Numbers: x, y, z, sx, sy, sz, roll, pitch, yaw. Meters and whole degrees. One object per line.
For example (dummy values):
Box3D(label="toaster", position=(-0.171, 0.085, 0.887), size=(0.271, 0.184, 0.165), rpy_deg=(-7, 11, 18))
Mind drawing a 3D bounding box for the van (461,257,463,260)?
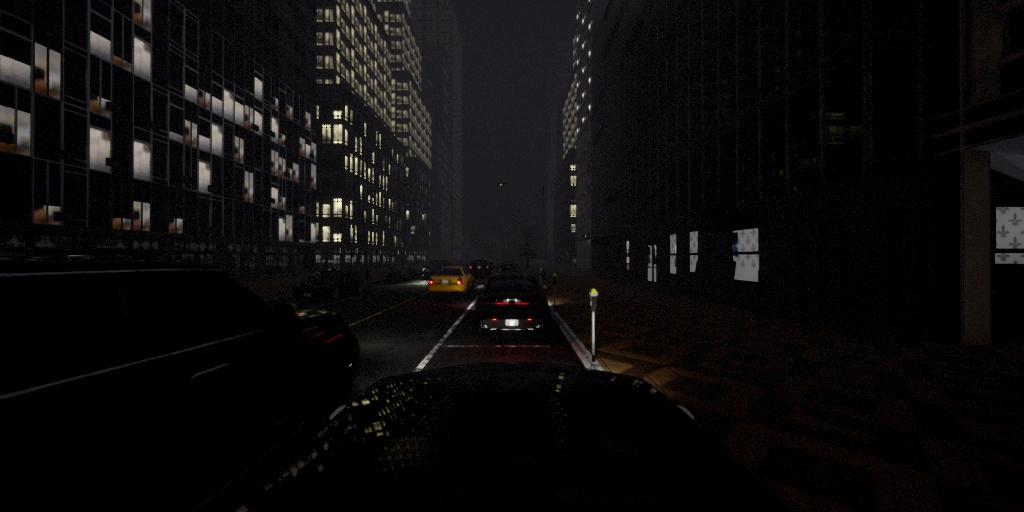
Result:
Box3D(label="van", position=(-8.836, 1.064, 57.496), size=(1.690, 1.789, 3.998), rpy_deg=(0, 0, 0))

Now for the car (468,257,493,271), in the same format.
Box3D(label="car", position=(-3.049, 1.091, 35.610), size=(2.097, 1.767, 4.553), rpy_deg=(0, 0, 0))

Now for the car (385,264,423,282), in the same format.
Box3D(label="car", position=(-8.835, 1.325, 29.033), size=(1.802, 1.307, 4.207), rpy_deg=(0, 0, 0))

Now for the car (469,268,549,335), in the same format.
Box3D(label="car", position=(0.000, 1.253, 10.499), size=(1.837, 1.490, 4.892), rpy_deg=(0, 0, 0))

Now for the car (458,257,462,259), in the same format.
Box3D(label="car", position=(-8.836, 1.273, 51.803), size=(1.888, 1.381, 4.507), rpy_deg=(0, 0, 0))

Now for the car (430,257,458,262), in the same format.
Box3D(label="car", position=(-6.242, 1.094, 30.508), size=(2.097, 1.767, 4.553), rpy_deg=(0, 0, 0))

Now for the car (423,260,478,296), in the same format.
Box3D(label="car", position=(-3.146, 1.203, 19.364), size=(1.801, 1.575, 5.366), rpy_deg=(0, 0, 0))

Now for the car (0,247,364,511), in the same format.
Box3D(label="car", position=(-3.055, 0.973, 2.294), size=(2.150, 2.045, 5.566), rpy_deg=(0, 0, 0))

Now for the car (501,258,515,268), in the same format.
Box3D(label="car", position=(-0.455, 1.298, 46.099), size=(1.948, 1.339, 4.313), rpy_deg=(0, 0, 0))
